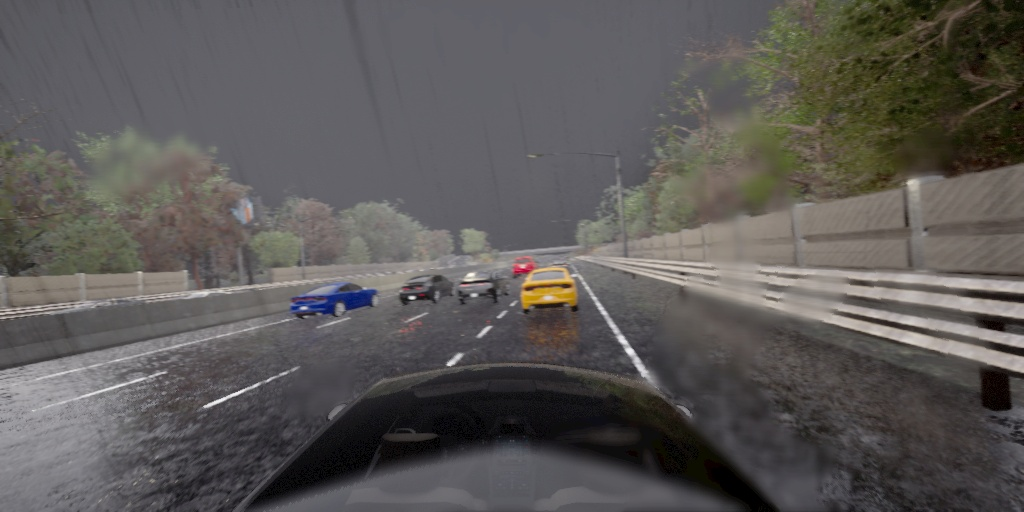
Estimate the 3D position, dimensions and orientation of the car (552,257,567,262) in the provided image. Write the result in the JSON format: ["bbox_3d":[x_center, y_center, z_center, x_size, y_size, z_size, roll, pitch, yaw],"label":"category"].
[{"bbox_3d":[4.765,1.130,35.975,2.128,1.511,4.902,-5,0,8],"label":"car"}]

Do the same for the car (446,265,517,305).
[{"bbox_3d":[-1.313,1.478,18.045,2.128,1.511,4.902,-5,0,8],"label":"car"}]

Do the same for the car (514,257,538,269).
[{"bbox_3d":[1.409,1.138,36.578,2.150,2.045,5.566,-5,0,8],"label":"car"}]

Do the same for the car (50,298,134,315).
[{"bbox_3d":[-28.682,3.779,25.079,2.128,1.511,4.902,-5,0,8],"label":"car"}]

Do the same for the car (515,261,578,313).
[{"bbox_3d":[1.532,1.200,14.130,1.882,1.535,5.008,-5,0,8],"label":"car"}]

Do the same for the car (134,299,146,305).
[{"bbox_3d":[-24.835,3.591,27.194,1.895,1.301,4.718,-5,0,8],"label":"car"}]

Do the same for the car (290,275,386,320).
[{"bbox_3d":[-8.431,2.044,17.589,1.882,1.535,5.008,-5,0,8],"label":"car"}]

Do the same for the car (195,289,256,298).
[{"bbox_3d":[-18.227,2.988,24.208,1.994,1.385,4.181,-5,0,8],"label":"car"}]

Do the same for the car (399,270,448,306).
[{"bbox_3d":[-4.557,1.773,19.949,1.837,1.490,4.892,-5,0,8],"label":"car"}]

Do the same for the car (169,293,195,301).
[{"bbox_3d":[-21.620,3.235,25.139,1.812,1.442,4.674,-5,0,8],"label":"car"}]
